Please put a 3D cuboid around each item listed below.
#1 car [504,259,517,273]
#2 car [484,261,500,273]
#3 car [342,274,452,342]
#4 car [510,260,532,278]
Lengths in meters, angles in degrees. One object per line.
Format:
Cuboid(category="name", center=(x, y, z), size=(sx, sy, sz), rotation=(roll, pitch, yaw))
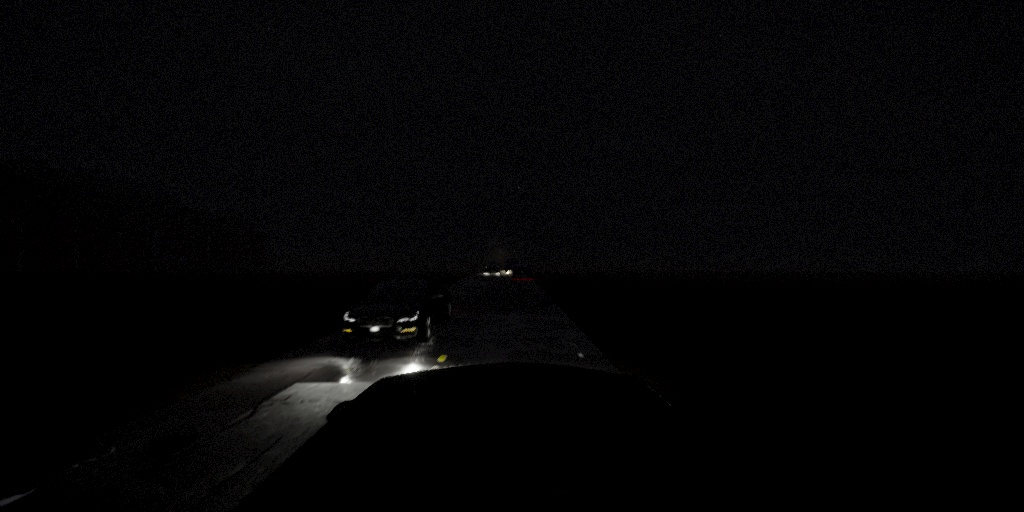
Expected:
Cuboid(category="car", center=(0.031, 1.478, 54.727), size=(2.150, 2.045, 5.566), rotation=(0, -1, 0))
Cuboid(category="car", center=(-2.792, 1.539, 51.789), size=(2.097, 1.767, 4.553), rotation=(0, -1, 0))
Cuboid(category="car", center=(-2.845, 1.274, 9.867), size=(1.837, 1.490, 4.892), rotation=(0, 0, 0))
Cuboid(category="car", center=(0.982, 1.401, 36.525), size=(1.882, 1.535, 5.008), rotation=(0, -1, 0))
